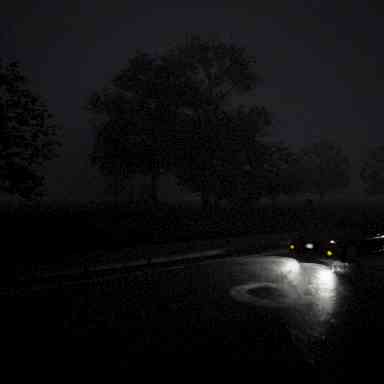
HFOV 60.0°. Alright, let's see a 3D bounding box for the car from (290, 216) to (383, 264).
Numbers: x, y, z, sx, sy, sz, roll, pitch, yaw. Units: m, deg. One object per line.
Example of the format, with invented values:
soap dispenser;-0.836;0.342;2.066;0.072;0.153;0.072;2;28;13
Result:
car;5.506;1.586;12.006;4.181;1.385;1.994;0;0;-34
